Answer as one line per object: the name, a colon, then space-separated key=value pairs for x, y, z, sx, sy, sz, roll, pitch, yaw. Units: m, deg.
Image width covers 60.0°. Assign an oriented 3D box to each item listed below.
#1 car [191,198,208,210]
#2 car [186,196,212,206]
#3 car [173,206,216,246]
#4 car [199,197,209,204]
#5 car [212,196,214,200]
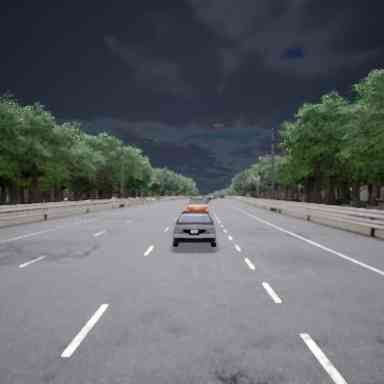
car: x=1.098 y=1.631 z=45.737 sx=2.128 sy=1.511 sz=4.902 roll=0 pitch=0 yaw=3
car: x=0.504 y=1.428 z=30.597 sx=2.097 sy=1.767 sz=4.553 roll=0 pitch=0 yaw=2
car: x=0.135 y=1.567 z=15.271 sx=2.033 sy=1.411 sz=5.357 roll=0 pitch=0 yaw=1
car: x=2.501 y=1.814 z=69.514 sx=1.994 sy=1.385 sz=4.181 roll=0 pitch=0 yaw=4
car: x=4.315 y=1.858 z=91.712 sx=1.882 sy=1.535 sz=5.008 roll=0 pitch=0 yaw=5
